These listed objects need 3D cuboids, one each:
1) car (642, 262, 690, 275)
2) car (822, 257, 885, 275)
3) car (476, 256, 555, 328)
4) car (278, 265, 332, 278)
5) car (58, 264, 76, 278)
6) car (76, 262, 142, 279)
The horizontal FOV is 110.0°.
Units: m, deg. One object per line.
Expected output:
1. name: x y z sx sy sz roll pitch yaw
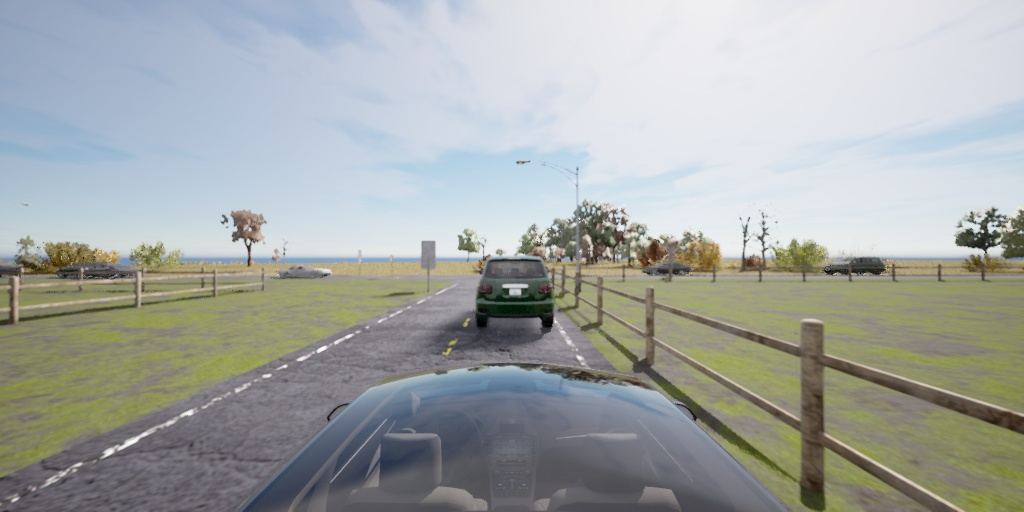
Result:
1. car: 16.890 1.423 39.466 4.892 1.490 1.837 0 0 0
2. car: 37.374 1.105 39.329 5.566 2.045 2.150 0 0 1
3. car: 0.079 1.027 11.701 2.150 2.045 5.566 0 -1 0
4. car: -21.101 1.606 36.744 4.718 1.301 1.895 0 0 0
5. car: -47.226 1.453 39.807 4.553 1.767 2.097 0 0 1
6. car: -41.022 1.571 36.885 4.892 1.490 1.837 0 0 1
